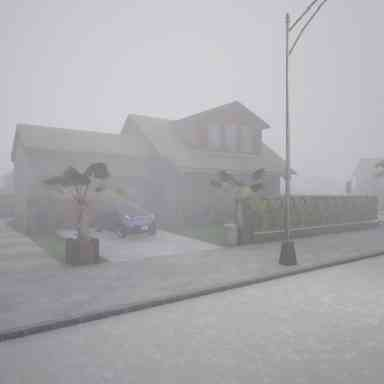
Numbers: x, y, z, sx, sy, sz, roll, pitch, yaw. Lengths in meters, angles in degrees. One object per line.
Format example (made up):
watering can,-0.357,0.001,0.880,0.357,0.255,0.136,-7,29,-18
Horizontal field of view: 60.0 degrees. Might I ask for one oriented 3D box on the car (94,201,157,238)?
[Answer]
car,-3.079,1.174,15.254,1.845,1.501,3.633,0,0,-38
